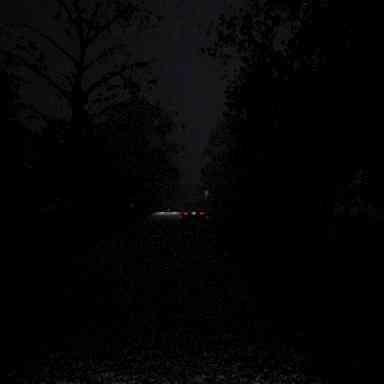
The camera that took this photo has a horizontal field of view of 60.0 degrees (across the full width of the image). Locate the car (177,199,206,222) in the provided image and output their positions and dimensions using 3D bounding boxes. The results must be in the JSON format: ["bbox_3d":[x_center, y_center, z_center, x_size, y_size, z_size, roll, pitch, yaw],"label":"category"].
[{"bbox_3d":[0.149,1.569,26.369,2.033,1.411,5.357,0,0,0],"label":"car"}]

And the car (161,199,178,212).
[{"bbox_3d":[-2.638,1.590,40.181,2.033,1.411,5.357,0,0,0],"label":"car"}]
